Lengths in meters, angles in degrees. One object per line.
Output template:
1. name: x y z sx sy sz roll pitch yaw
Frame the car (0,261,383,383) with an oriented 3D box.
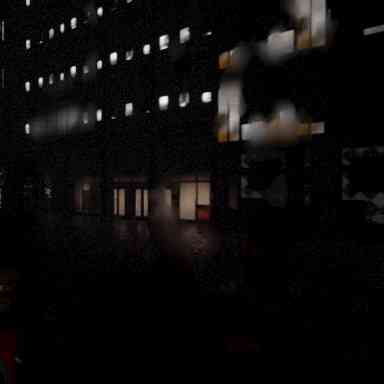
1. car: -0.265 1.438 3.053 4.097 1.590 1.967 0 1 35
